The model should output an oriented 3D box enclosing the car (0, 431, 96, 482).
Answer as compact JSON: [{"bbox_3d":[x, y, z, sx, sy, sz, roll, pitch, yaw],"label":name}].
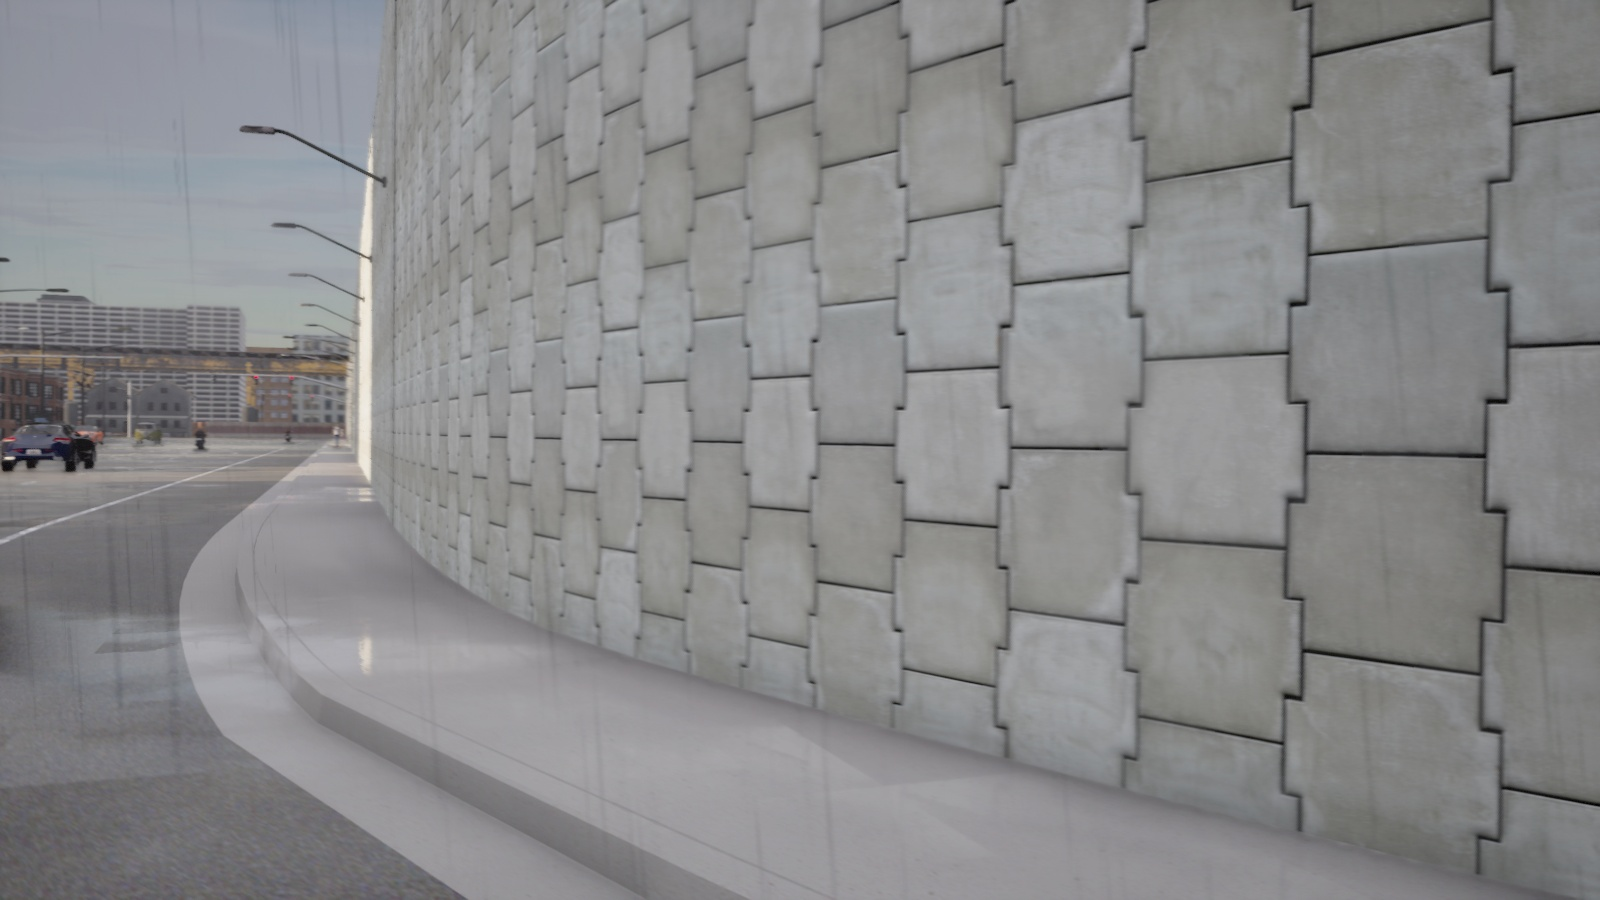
[{"bbox_3d":[-25.854,0.190,43.140,2.152,1.651,5.027,-1,1,-20],"label":"car"}]
